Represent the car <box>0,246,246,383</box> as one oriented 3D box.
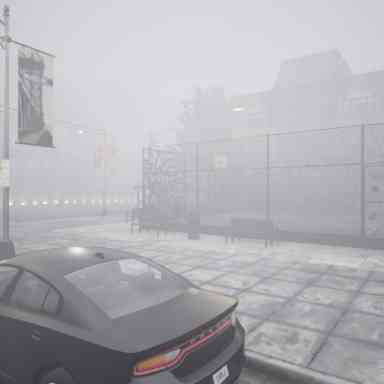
[{"bbox_3d":[-1.763,1.480,4.390,5.008,1.535,2.097,0,0,35],"label":"car"}]
